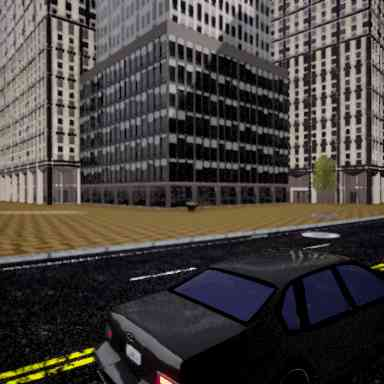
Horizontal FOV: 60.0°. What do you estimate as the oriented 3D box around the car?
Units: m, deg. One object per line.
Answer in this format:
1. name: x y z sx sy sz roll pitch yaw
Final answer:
1. car: 1.473 1.536 4.566 5.357 1.411 2.033 0 0 -36
